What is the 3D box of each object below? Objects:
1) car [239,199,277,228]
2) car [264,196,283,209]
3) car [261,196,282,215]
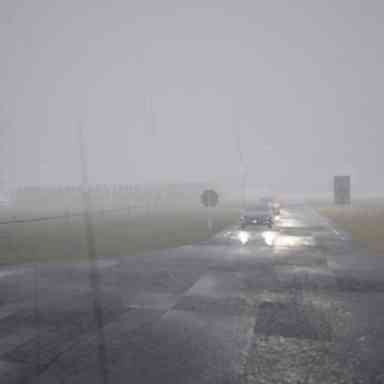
[{"bbox_3d":[4.260,1.434,21.380,1.837,1.490,4.892,-1,0,16],"label":"car"},{"bbox_3d":[10.801,1.294,43.711,2.128,1.511,4.902,-1,0,17],"label":"car"},{"bbox_3d":[7.246,1.224,31.591,2.097,1.767,4.553,-1,0,16],"label":"car"}]
